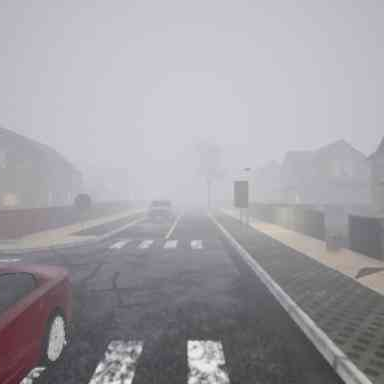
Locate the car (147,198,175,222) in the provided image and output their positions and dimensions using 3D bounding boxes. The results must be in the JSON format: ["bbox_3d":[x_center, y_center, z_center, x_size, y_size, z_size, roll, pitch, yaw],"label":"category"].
[{"bbox_3d":[-2.728,1.652,30.189,2.150,2.045,5.566,0,1,0],"label":"car"}]

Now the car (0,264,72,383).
[{"bbox_3d":[-2.746,1.512,3.015,1.882,1.535,5.008,0,-1,0],"label":"car"}]
